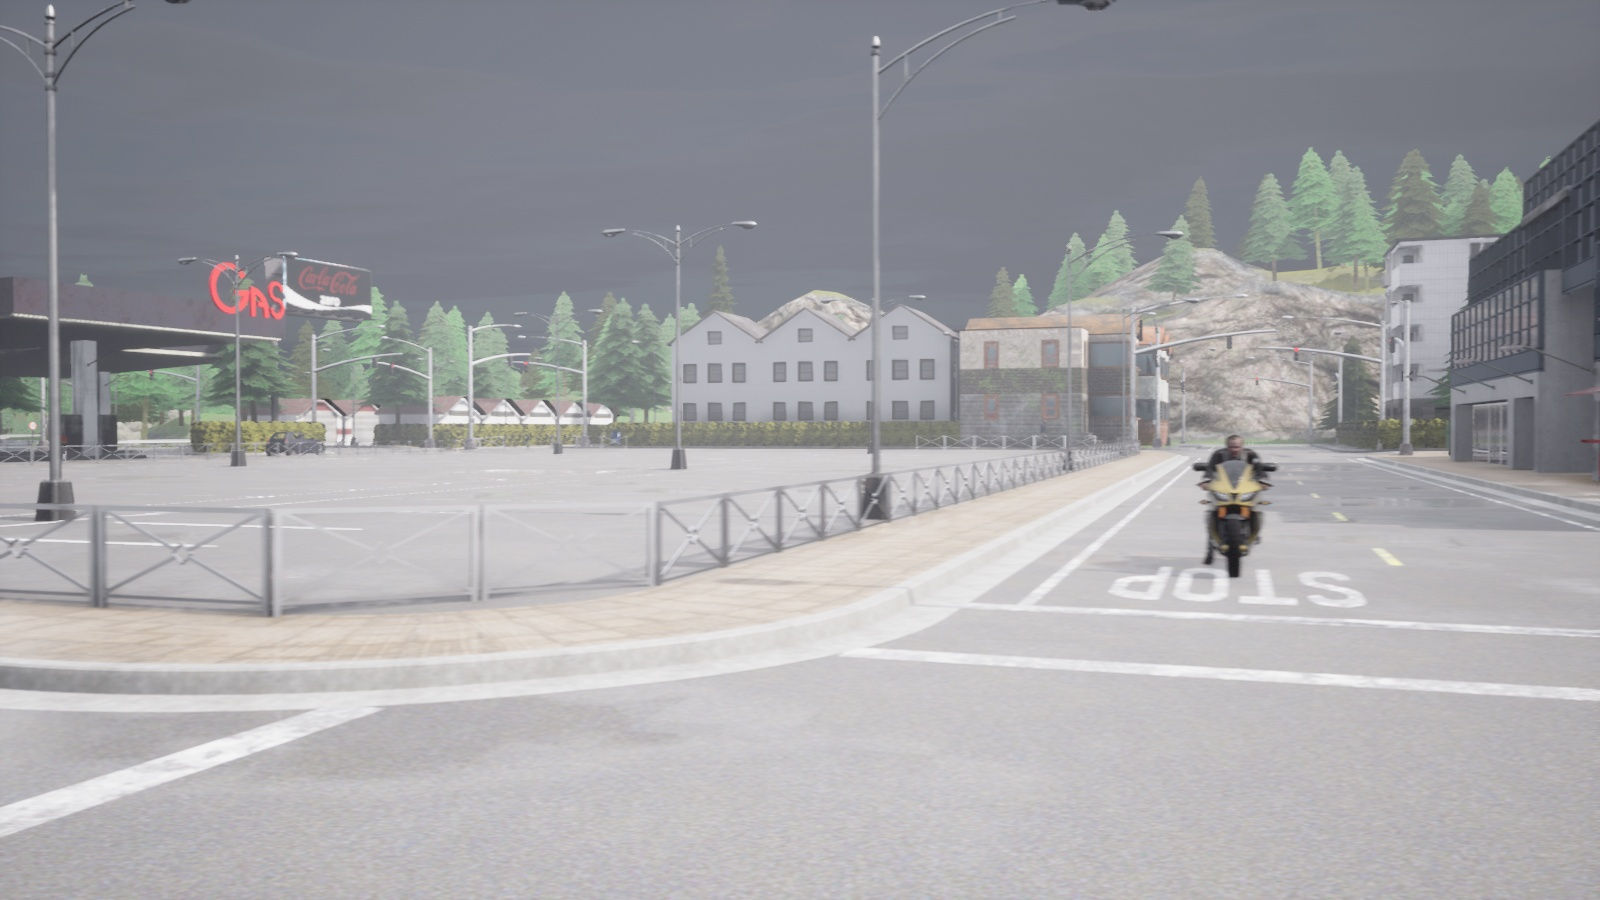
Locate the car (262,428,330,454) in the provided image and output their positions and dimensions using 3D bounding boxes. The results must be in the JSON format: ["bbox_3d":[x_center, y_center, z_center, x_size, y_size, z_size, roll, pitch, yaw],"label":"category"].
[{"bbox_3d":[-29.898,-0.532,74.602,1.845,1.501,3.633,1,1,19],"label":"car"}]

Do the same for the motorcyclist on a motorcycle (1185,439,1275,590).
[{"bbox_3d":[4.803,0.645,14.018,0.866,1.530,2.191,1,1,19],"label":"motorcyclist on a motorcycle"}]
